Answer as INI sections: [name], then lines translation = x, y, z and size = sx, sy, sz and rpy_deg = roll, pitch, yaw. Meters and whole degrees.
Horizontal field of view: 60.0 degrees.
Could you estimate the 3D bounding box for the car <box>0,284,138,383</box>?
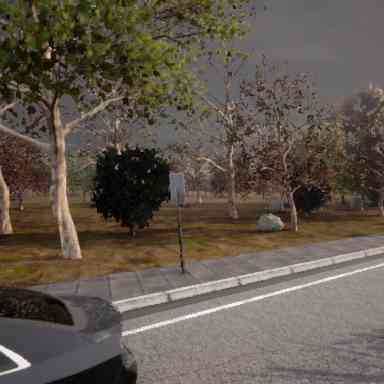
[car]
translation = -2.742, 1.507, 2.035
size = 4.892, 1.490, 1.837
rpy_deg = 0, 0, -36
